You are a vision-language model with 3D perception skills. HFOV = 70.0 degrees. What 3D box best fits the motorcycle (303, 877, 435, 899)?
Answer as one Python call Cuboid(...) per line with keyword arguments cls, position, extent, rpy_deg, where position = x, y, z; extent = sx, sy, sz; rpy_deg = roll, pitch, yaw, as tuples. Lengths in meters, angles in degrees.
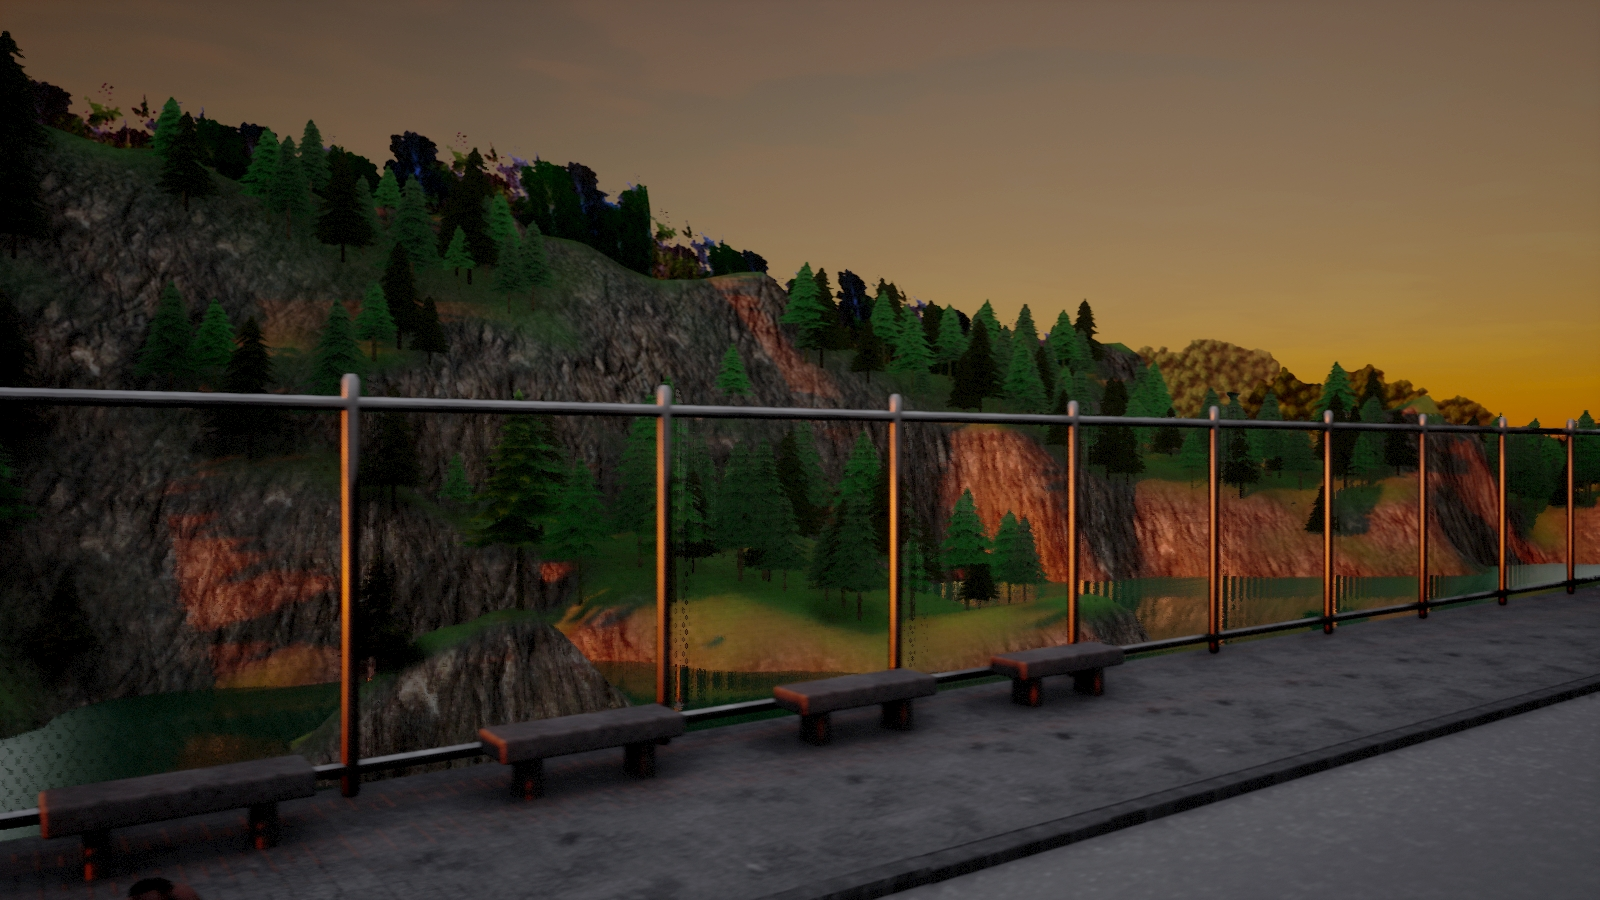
Cuboid(cls="motorcycle", position=(-1.840, 2.143, 3.107), extent=(1.805, 1.316, 0.856), rpy_deg=(0, 0, -35))
